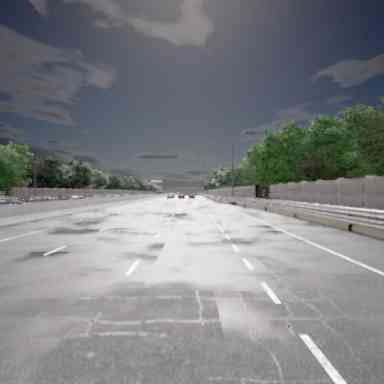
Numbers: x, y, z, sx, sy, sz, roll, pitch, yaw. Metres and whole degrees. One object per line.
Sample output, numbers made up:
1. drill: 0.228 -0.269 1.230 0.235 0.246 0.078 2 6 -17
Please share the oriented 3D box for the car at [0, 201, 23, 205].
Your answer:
1. car: -17.514 1.494 31.836 1.895 1.301 4.718 0 0 0
